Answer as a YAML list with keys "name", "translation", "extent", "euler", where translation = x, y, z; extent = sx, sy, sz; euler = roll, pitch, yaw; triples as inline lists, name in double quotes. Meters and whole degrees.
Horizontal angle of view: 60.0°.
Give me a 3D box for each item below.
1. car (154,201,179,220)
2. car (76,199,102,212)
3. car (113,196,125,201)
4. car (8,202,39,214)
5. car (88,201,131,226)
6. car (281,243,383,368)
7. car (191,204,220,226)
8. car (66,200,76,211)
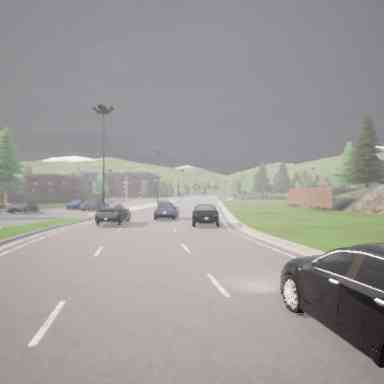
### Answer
- name: "car"
  translation: [-2.293, 1.775, 30.715]
  extent: [1.994, 1.385, 4.181]
  euler: [0, 0, 2]
- name: "car"
  translation: [-13.245, 1.694, 44.350]
  extent: [2.097, 1.767, 4.553]
  euler: [0, 0, 4]
- name: "car"
  translation: [-17.808, 1.572, 81.123]
  extent: [2.097, 1.767, 4.553]
  euler: [0, 0, 4]
- name: "car"
  translation: [-20.501, 1.910, 40.622]
  extent: [1.994, 1.385, 4.181]
  euler: [0, 0, 4]
- name: "car"
  translation: [-5.963, 1.683, 25.498]
  extent: [2.128, 1.511, 4.902]
  euler: [0, 0, 1]
- name: "car"
  translation: [2.955, 1.527, 4.949]
  extent: [1.837, 1.490, 4.892]
  euler: [0, 0, -8]
- name: "car"
  translation: [0.980, 1.638, 24.792]
  extent: [1.882, 1.535, 5.008]
  euler: [0, 0, 0]
- name: "car"
  translation: [-16.498, 1.858, 48.230]
  extent: [1.882, 1.535, 5.008]
  euler: [0, 0, 4]
